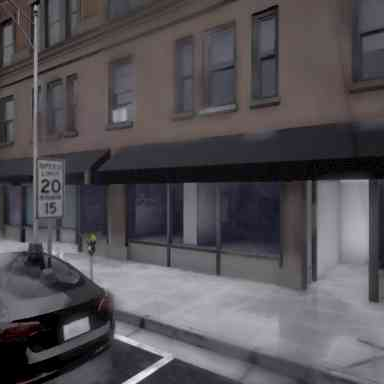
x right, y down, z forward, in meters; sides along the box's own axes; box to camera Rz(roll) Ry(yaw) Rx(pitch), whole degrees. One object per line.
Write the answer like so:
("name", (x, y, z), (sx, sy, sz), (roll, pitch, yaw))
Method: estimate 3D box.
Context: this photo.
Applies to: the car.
("car", (-2.986, 1.565, 4.939), (4.313, 1.339, 1.947), (0, 0, 36))
